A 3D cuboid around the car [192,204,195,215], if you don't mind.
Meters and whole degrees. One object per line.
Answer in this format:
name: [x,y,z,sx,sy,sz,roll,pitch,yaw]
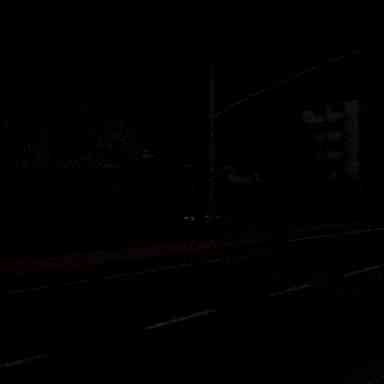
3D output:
car: [-1.329,1.444,32.760,1.882,1.535,5.008,0,0,-35]
